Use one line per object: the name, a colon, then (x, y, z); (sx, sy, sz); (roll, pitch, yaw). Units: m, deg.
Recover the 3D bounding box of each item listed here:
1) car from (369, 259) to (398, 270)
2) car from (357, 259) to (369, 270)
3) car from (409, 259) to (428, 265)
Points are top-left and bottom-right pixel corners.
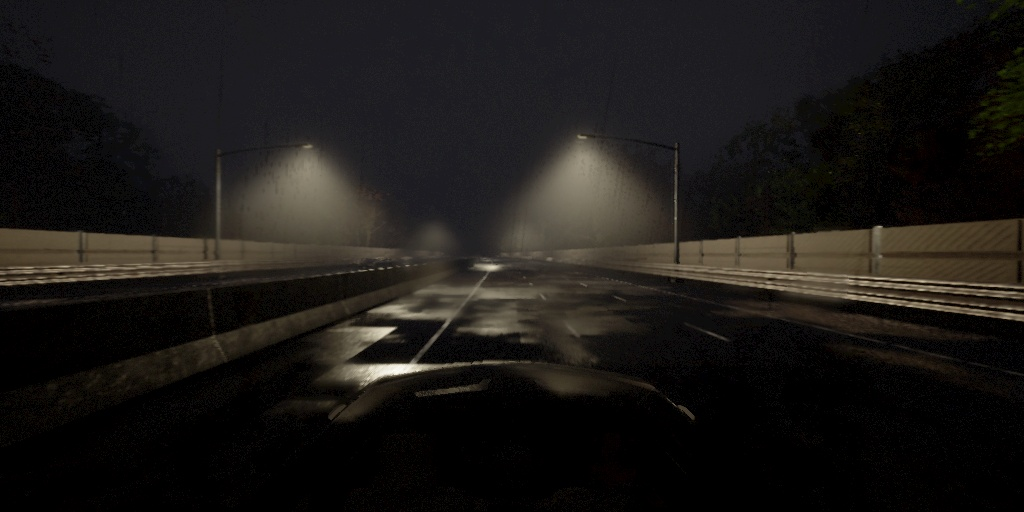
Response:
car: (-15.038, 1.098, 42.835); (1.994, 1.385, 4.181); (0, 0, -1)
car: (-18.695, 1.045, 47.783); (2.033, 1.411, 5.357); (0, 0, -1)
car: (-11.593, 1.107, 44.896); (1.994, 1.385, 4.181); (0, 0, -1)
